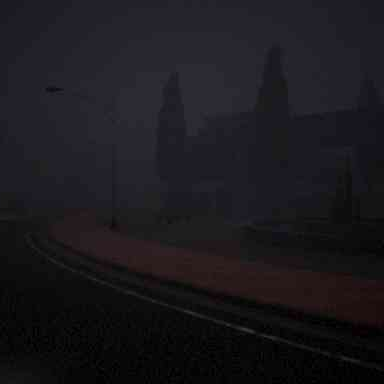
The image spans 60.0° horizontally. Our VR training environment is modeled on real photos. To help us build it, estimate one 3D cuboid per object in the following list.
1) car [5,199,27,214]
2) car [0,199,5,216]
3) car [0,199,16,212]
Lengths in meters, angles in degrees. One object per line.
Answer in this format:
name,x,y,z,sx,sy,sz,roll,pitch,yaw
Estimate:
car,-21.100,1.638,38.275,1.882,1.535,5.008,0,0,6
car,-16.828,1.334,25.818,2.150,2.045,5.566,0,0,-12
car,-24.282,1.665,40.860,2.128,1.511,4.902,0,0,8
